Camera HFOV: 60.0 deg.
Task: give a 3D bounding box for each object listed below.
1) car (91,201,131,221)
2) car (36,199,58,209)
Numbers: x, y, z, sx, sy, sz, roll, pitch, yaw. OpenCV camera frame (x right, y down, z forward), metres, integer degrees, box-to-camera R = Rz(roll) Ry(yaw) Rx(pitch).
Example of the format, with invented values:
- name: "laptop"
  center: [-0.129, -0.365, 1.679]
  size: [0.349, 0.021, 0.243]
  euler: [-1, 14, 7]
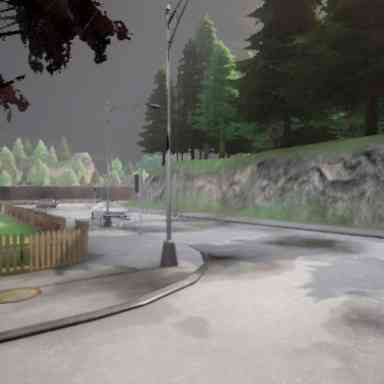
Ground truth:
- name: "car"
  center: [-6.375, 1.452, 25.750]
  size: [1.812, 1.442, 4.674]
  euler: [-1, 0, -35]
- name: "car"
  center: [-19.173, 1.527, 43.894]
  size: [1.895, 1.301, 4.718]
  euler: [-1, 0, -35]
